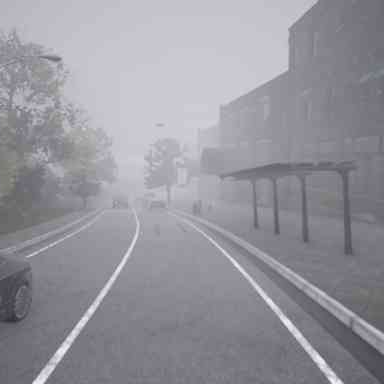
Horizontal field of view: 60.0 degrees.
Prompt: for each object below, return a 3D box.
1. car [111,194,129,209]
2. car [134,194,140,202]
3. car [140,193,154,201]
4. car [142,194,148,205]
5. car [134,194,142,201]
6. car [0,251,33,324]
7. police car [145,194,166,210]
[{"bbox_3d":[-10.116,1.301,47.018,2.150,2.045,5.566,-1,0,-11],"label":"car"},{"bbox_3d":[-11.963,1.551,76.346,1.895,1.301,4.718,-1,0,-11],"label":"car"},{"bbox_3d":[-7.501,1.220,58.032,2.150,2.045,5.566,-1,0,-11],"label":"car"},{"bbox_3d":[-6.365,1.465,52.087,1.882,1.535,5.008,-1,0,-11],"label":"car"},{"bbox_3d":[-14.908,1.414,91.448,2.097,1.767,4.553,-1,0,-10],"label":"car"},{"bbox_3d":[-3.815,1.540,4.490,1.812,1.442,4.674,0,0,-2],"label":"car"},{"bbox_3d":[-4.509,1.398,42.323,1.930,1.638,5.238,-1,0,-11],"label":"police car"}]
